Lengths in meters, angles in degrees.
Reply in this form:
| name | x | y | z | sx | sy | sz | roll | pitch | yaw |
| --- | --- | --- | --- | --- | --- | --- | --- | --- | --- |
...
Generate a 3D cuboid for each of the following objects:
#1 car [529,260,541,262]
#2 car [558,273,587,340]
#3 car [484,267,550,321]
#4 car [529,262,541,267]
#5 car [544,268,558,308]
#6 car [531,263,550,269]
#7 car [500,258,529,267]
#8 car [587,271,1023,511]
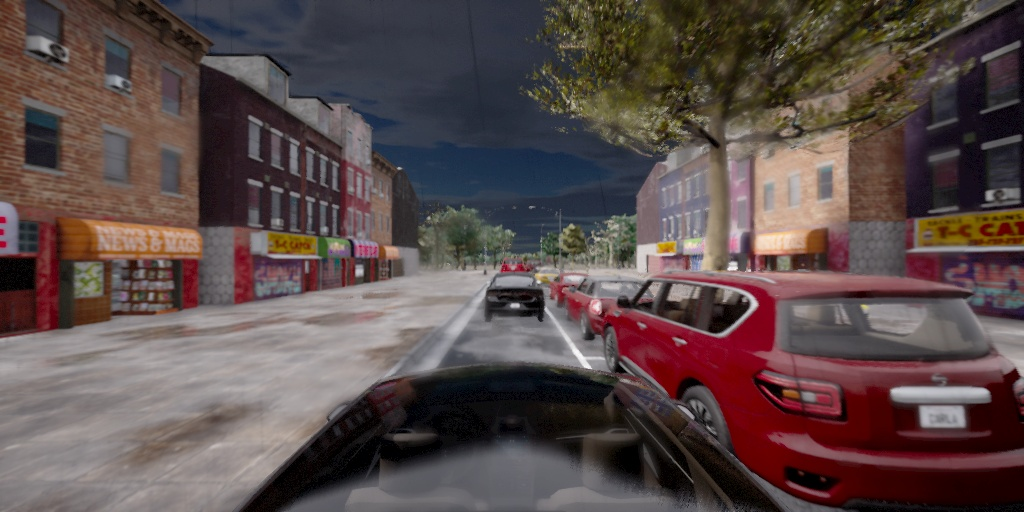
| name | x | y | z | sx | sy | sz | roll | pitch | yaw |
| --- | --- | --- | --- | --- | --- | --- | --- | --- | --- |
| car | 2.630 | 1.395 | 43.393 | 2.192 | 1.841 | 5.009 | 0 | 0 | 0 |
| car | 2.636 | 1.250 | 10.122 | 1.967 | 1.591 | 4.097 | 0 | 0 | 0 |
| car | 0.064 | 1.308 | 12.875 | 1.882 | 1.535 | 5.008 | 0 | 0 | -1 |
| car | 2.632 | 1.534 | 32.302 | 2.007 | 1.370 | 4.403 | 0 | 0 | 0 |
| car | 2.635 | 1.396 | 15.668 | 1.888 | 1.381 | 4.507 | 0 | 0 | 0 |
| car | 2.633 | 1.461 | 26.928 | 1.751 | 1.417 | 4.829 | 0 | 0 | 0 |
| car | 0.095 | 1.199 | 32.357 | 2.150 | 2.045 | 5.566 | 0 | -1 | 0 |
| car | 2.637 | 1.085 | 4.577 | 2.192 | 1.841 | 5.009 | 0 | 0 | 0 |
